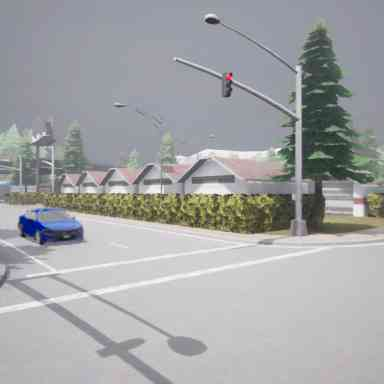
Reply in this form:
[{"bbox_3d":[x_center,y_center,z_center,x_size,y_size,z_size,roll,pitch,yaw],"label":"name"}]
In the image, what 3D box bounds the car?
[{"bbox_3d":[-6.756,1.524,15.717,1.882,1.535,5.008,0,1,-39],"label":"car"}]
